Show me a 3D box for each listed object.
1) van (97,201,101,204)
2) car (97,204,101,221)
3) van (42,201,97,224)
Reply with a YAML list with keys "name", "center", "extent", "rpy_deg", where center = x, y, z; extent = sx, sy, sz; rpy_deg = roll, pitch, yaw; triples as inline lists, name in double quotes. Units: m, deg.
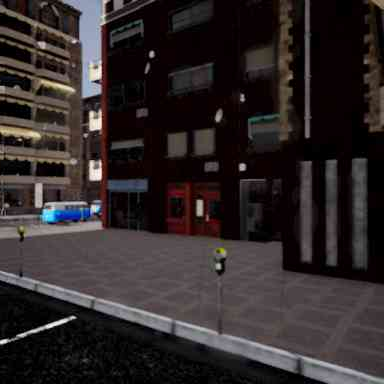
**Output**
- name: "van"
  center: [-10.901, 1.971, 41.671]
  extent: [1.690, 1.788, 3.998]
  rpy_deg: [-1, -2, 35]
- name: "car"
  center: [-7.272, 2.085, 32.359]
  extent: [1.947, 1.339, 4.313]
  rpy_deg: [-1, -2, 35]
- name: "van"
  center: [-10.343, 1.754, 27.750]
  extent: [1.690, 1.788, 3.998]
  rpy_deg: [-1, -2, 35]
